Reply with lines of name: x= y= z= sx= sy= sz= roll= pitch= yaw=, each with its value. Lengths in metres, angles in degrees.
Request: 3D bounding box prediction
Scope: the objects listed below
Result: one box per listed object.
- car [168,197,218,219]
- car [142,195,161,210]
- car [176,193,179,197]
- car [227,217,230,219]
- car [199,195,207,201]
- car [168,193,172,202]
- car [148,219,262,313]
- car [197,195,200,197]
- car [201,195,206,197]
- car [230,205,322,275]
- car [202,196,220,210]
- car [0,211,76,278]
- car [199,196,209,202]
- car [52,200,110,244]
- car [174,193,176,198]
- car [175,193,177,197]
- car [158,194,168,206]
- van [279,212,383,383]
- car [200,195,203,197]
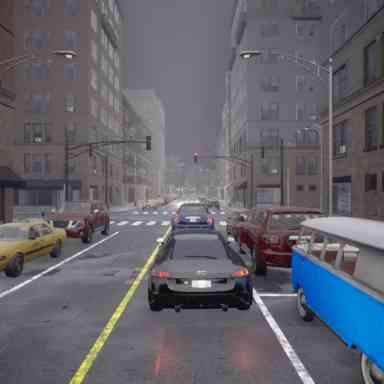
car: x=0.062 y=1.351 z=17.833 sx=2.097 sy=1.767 sz=4.553 roll=0 pitch=0 yaw=0
car: x=-5.384 y=1.522 z=42.908 sx=1.752 sy=1.417 sz=4.829 roll=0 pitch=0 yaw=0
car: x=-5.335 y=1.313 z=86.934 sx=2.192 sy=1.841 sz=5.009 roll=0 pitch=0 yaw=0
car: x=2.650 y=1.581 z=16.064 sx=1.802 sy=1.307 sz=4.206 roll=0 pitch=0 yaw=0
car: x=2.698 y=1.438 z=81.446 sx=1.967 sy=1.590 sz=4.097 roll=0 pitch=0 yaw=0
car: x=-5.365 y=1.312 z=59.524 sx=2.192 sy=1.841 sz=5.009 roll=0 pitch=0 yaw=0
car: x=0.104 y=1.564 z=7.777 sx=1.994 sy=1.385 sz=4.181 roll=0 pitch=0 yaw=-2
car: x=2.690 y=1.548 z=70.481 sx=2.008 sy=1.369 sz=4.403 roll=0 pitch=0 yaw=0
car: x=2.674 y=1.541 z=48.554 sx=1.887 sy=1.381 sz=4.507 roll=0 pitch=0 yaw=0
car: x=2.646 y=1.314 z=10.384 sx=2.192 sy=1.841 sz=5.009 roll=0 pitch=0 yaw=0
car: x=2.670 y=1.547 z=43.072 sx=2.008 sy=1.369 sz=4.403 roll=0 pitch=0 yaw=0
car: x=-5.392 y=1.525 z=10.221 sx=1.752 sy=1.417 sz=4.829 roll=0 pitch=0 yaw=0
car: x=2.694 y=1.548 z=75.963 sx=2.008 sy=1.369 sz=4.403 roll=0 pitch=0 yaw=0
car: x=-5.388 y=1.314 z=16.070 sx=2.192 sy=1.841 sz=5.009 roll=0 pitch=0 yaw=0
car: x=-5.347 y=1.548 z=75.970 sx=2.008 sy=1.369 sz=4.403 roll=0 pitch=0 yaw=0
car: x=-5.341 y=1.563 z=81.452 sx=1.947 sy=1.339 sz=4.313 roll=0 pitch=0 yaw=0
car: x=-5.372 y=1.522 z=53.871 sx=1.752 sy=1.417 sz=4.829 roll=0 pitch=0 yaw=0
van: x=2.642 y=1.341 z=4.706 sx=1.690 sy=1.788 sz=3.998 roll=0 pitch=0 yaw=0
car: x=2.678 y=1.547 z=54.035 sx=2.008 sy=1.369 sz=4.403 roll=0 pitch=0 yaw=0
